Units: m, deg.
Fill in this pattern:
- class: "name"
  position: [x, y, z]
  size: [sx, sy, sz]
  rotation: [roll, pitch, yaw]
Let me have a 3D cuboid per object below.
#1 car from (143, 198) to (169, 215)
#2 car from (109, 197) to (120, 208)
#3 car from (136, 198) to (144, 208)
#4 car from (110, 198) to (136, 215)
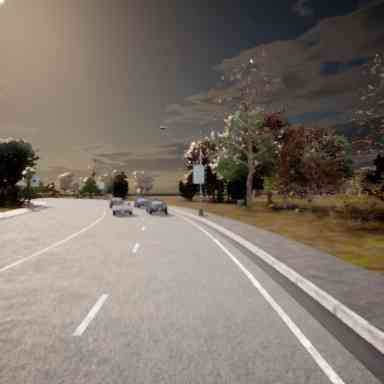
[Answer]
- class: "car"
  position: [-3.645, 1.529, 34.427]
  size: [1.812, 1.442, 4.674]
  rotation: [0, 0, -14]
- class: "car"
  position: [-10.645, 1.491, 46.977]
  size: [1.882, 1.535, 5.008]
  rotation: [0, 0, -17]
- class: "car"
  position: [-7.034, 1.534, 47.147]
  size: [1.812, 1.442, 4.674]
  rotation: [0, 0, -17]
- class: "car"
  position: [-7.062, 1.611, 33.651]
  size: [1.895, 1.301, 4.718]
  rotation: [0, 0, -13]
